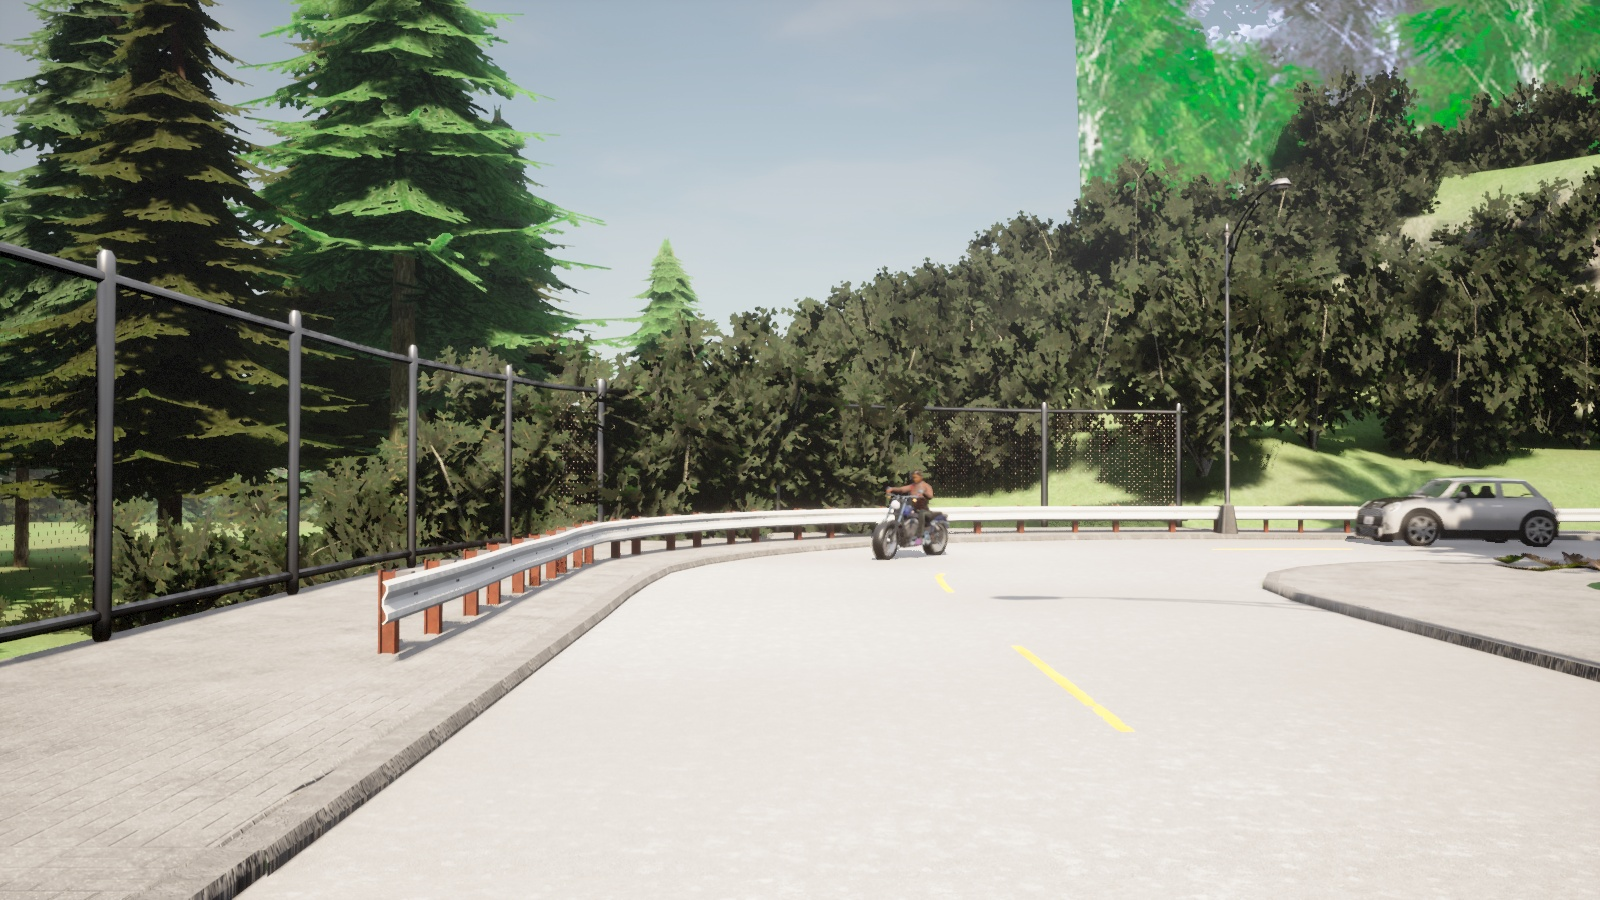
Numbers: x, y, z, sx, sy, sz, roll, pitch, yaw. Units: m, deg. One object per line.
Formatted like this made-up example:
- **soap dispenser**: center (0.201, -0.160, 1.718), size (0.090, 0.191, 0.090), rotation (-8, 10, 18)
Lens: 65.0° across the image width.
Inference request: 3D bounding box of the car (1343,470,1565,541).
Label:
- **car**: center (14.237, 1.184, 27.504), size (3.806, 1.475, 1.970), rotation (0, -1, 0)

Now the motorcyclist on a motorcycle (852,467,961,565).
- **motorcyclist on a motorcycle**: center (1.944, 1.137, 22.584), size (0.766, 1.649, 2.350), rotation (0, 0, 38)
